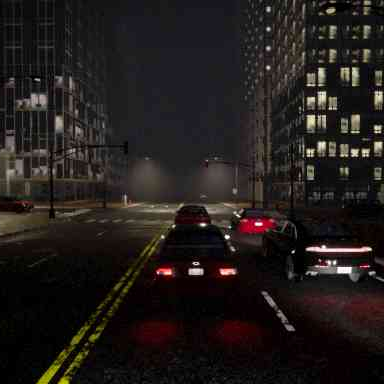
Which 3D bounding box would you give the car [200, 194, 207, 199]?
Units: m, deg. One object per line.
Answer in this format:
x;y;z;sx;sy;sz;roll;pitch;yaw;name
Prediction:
3.060;1.266;91.397;1.812;1.442;4.674;0;0;0;car

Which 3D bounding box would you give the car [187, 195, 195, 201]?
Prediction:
-0.172;1.519;82.767;1.895;1.301;4.718;0;0;0;car

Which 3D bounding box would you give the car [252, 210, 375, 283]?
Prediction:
3.329;1.487;9.669;2.128;1.511;4.902;0;0;0;car

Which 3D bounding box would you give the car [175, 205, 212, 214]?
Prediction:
0.066;1.468;18.576;1.882;1.535;5.008;0;0;1;car

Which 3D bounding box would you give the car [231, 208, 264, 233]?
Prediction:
3.311;1.554;18.470;1.994;1.385;4.181;0;0;0;car

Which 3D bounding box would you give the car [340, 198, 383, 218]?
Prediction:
16.139;1.519;30.217;5.009;1.841;2.192;1;0;1;car

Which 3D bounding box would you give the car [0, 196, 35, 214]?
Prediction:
-18.277;1.206;33.292;4.553;1.767;2.097;1;1;1;car

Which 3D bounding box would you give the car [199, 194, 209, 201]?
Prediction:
3.081;1.513;81.425;1.895;1.301;4.718;0;0;0;car

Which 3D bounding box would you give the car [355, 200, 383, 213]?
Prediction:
21.730;1.643;38.515;4.829;1.417;1.752;1;0;1;car

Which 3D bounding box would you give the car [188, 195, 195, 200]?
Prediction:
-0.194;1.459;92.857;1.994;1.385;4.181;0;0;0;car

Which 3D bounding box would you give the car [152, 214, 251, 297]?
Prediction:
0.083;1.544;8.755;2.033;1.411;5.357;0;0;0;car
